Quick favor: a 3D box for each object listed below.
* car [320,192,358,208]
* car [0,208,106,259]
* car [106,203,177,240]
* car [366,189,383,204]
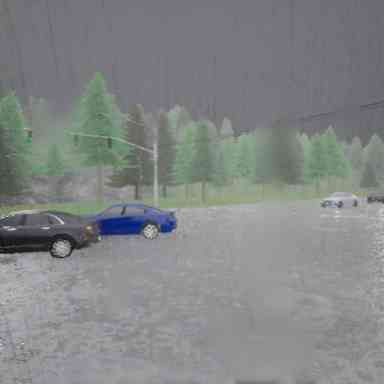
[{"bbox_3d":[14.257,0.729,32.015,4.674,1.442,1.812,-2,1,-38],"label":"car"},{"bbox_3d":[-5.605,1.379,11.127,4.892,1.490,1.837,-1,0,-8],"label":"car"},{"bbox_3d":[-3.181,1.247,14.907,5.008,1.535,1.882,-1,0,0],"label":"car"},{"bbox_3d":[21.555,0.500,37.586,4.892,1.490,1.837,-2,1,-37],"label":"car"}]
